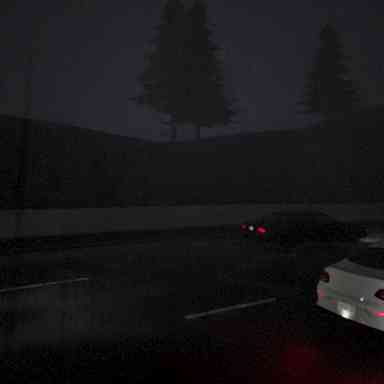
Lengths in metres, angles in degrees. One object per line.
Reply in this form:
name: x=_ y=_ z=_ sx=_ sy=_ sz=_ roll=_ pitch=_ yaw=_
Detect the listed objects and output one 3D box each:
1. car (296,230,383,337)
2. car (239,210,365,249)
car: x=4.276 y=1.496 z=5.782 sx=4.674 sy=1.442 sz=1.812 roll=0 pitch=0 yaw=-26
car: x=4.654 y=1.462 z=13.842 sx=5.357 sy=1.411 sz=2.033 roll=0 pitch=0 yaw=-21
